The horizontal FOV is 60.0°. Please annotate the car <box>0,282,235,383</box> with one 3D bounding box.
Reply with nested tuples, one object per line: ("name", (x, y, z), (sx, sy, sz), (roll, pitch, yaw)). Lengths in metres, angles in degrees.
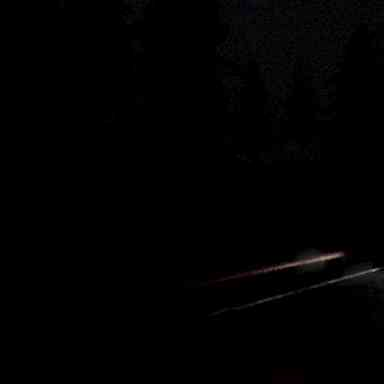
("car", (-2.143, 1.548, 2.458), (5.357, 1.411, 2.033), (0, 0, -35))
